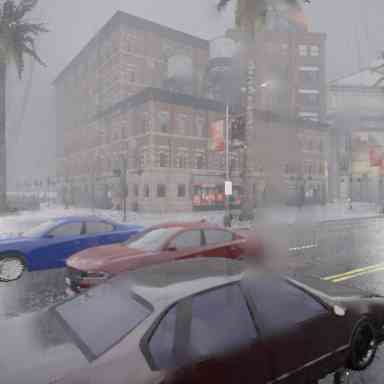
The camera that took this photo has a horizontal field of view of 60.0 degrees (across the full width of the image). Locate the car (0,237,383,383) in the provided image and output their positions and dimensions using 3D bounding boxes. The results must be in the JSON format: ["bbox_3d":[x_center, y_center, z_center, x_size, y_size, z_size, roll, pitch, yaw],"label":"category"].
[{"bbox_3d":[0.295,1.548,3.928,5.357,1.411,2.033,0,0,-35],"label":"car"}]

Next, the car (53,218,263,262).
[{"bbox_3d":[-0.403,1.477,7.983,5.008,1.535,1.882,0,0,-35],"label":"car"}]

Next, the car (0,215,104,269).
[{"bbox_3d":[-3.730,1.477,9.918,5.008,1.535,1.882,0,0,-35],"label":"car"}]
